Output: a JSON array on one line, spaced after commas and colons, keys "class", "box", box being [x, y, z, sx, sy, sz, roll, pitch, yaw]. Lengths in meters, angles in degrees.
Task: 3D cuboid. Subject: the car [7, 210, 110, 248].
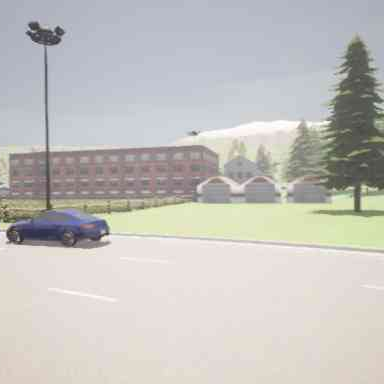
[{"class": "car", "box": [-5.814, 1.502, 14.486, 4.674, 1.442, 1.812, -1, 0, 21]}]
